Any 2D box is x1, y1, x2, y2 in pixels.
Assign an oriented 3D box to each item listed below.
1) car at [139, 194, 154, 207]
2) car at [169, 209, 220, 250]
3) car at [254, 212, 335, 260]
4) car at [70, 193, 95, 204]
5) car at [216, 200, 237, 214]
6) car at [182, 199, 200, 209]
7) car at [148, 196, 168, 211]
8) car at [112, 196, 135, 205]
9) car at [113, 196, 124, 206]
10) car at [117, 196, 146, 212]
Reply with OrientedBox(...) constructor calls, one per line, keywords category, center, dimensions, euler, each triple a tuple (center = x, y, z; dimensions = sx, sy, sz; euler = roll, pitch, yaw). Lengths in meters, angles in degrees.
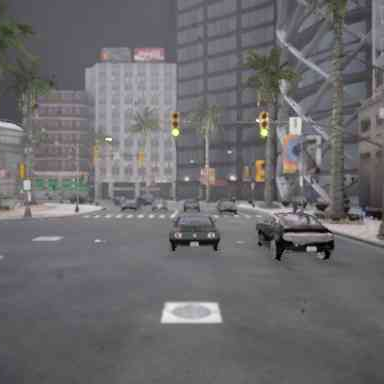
OrientedBox(category="car", center=(-7.150, 1.286, 53.869), dimensions=(2.150, 2.045, 5.566), euler=(0, -1, -26))
OrientedBox(category="car", center=(0.098, 1.617, 14.353), dimensions=(1.895, 1.301, 4.718), euler=(0, 0, 0))
OrientedBox(category="car", center=(3.598, 1.506, 12.441), dimensions=(2.128, 1.511, 4.902), euler=(0, 0, 0))
OrientedBox(category="car", center=(-21.276, 1.294, 64.346), dimensions=(5.566, 2.045, 2.150), euler=(0, 0, 35))
OrientedBox(category="car", center=(3.579, 1.587, 35.160), dimensions=(2.033, 1.411, 5.357), euler=(0, 0, 0))
OrientedBox(category="car", center=(-0.178, 1.537, 40.481), dimensions=(2.128, 1.511, 4.902), euler=(0, 0, -4))
OrientedBox(category="car", center=(-3.949, 1.538, 40.793), dimensions=(2.128, 1.511, 4.902), euler=(0, 0, -5))
OrientedBox(category="car", center=(-12.815, 1.549, 61.801), dimensions=(1.882, 1.535, 5.008), euler=(0, 1, -42))
OrientedBox(category="car", center=(-11.094, 1.625, 53.535), dimensions=(1.994, 1.385, 4.181), euler=(0, 0, -28))
OrientedBox(category="car", center=(-7.326, 1.594, 40.681), dimensions=(2.033, 1.411, 5.357), euler=(0, 0, 0))
